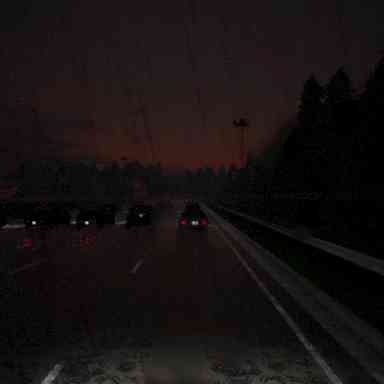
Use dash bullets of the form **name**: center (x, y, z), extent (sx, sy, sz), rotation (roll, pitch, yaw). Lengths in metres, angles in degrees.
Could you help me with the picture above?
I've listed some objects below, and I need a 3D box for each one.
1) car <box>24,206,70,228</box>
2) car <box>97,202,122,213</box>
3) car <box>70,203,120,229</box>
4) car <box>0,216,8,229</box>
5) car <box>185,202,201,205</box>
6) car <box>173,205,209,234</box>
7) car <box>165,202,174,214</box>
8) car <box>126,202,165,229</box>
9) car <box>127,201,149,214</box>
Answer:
- **car**: center (-10.402, 1.790, 24.318), extent (1.837, 1.490, 4.892), rotation (0, 0, 0)
- **car**: center (-10.402, 2.010, 43.260), extent (1.837, 1.490, 4.892), rotation (0, 0, 0)
- **car**: center (-6.902, 1.789, 24.267), extent (1.837, 1.490, 4.892), rotation (0, -1, 0)
- **car**: center (-13.902, 1.794, 21.039), extent (2.033, 1.411, 5.357), rotation (0, -1, 0)
- **car**: center (0.098, 2.009, 43.279), extent (1.837, 1.490, 4.892), rotation (0, 0, 0)
- **car**: center (0.098, 1.791, 20.894), extent (2.033, 1.411, 5.357), rotation (0, -1, 0)
- **car**: center (-3.402, 2.009, 43.246), extent (1.837, 1.490, 4.892), rotation (0, 0, 0)
- **car**: center (-3.402, 1.635, 24.320), extent (2.097, 1.767, 4.553), rotation (0, -1, 0)
- **car**: center (-6.903, 1.995, 43.219), extent (2.128, 1.511, 4.902), rotation (0, -1, 0)
